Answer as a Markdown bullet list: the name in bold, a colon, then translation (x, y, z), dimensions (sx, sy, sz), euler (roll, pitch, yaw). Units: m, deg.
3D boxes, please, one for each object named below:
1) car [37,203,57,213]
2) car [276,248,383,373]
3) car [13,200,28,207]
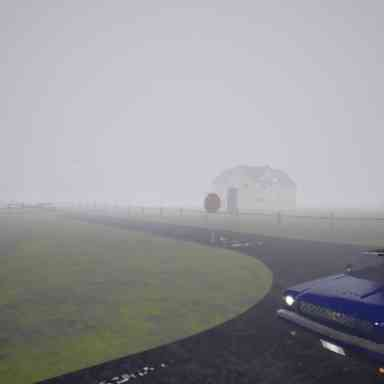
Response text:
- **car**: translation (-21.135, 2.249, 48.278), dimensions (2.033, 1.411, 5.357), euler (2, -2, -36)
- **car**: translation (3.577, 1.681, 5.506), dimensions (4.718, 1.301, 1.895), euler (1, 0, -36)
- **car**: translation (-41.009, 2.826, 80.171), dimensions (1.994, 1.385, 4.181), euler (2, -2, -36)
